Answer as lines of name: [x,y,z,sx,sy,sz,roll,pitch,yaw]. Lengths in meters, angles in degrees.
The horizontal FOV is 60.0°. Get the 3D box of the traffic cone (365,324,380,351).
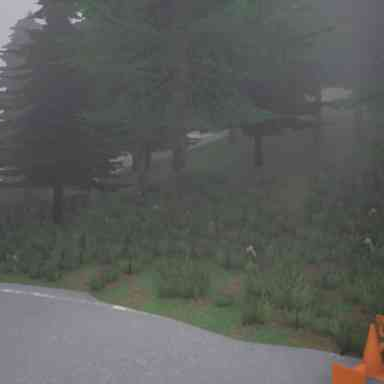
traffic cone: [2.253,1.948,4.155,0.340,0.580,0.340,1,1,44]

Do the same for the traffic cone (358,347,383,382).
traffic cone: [1.876,2.065,3.775,0.340,0.340,0.580,1,0,44]
